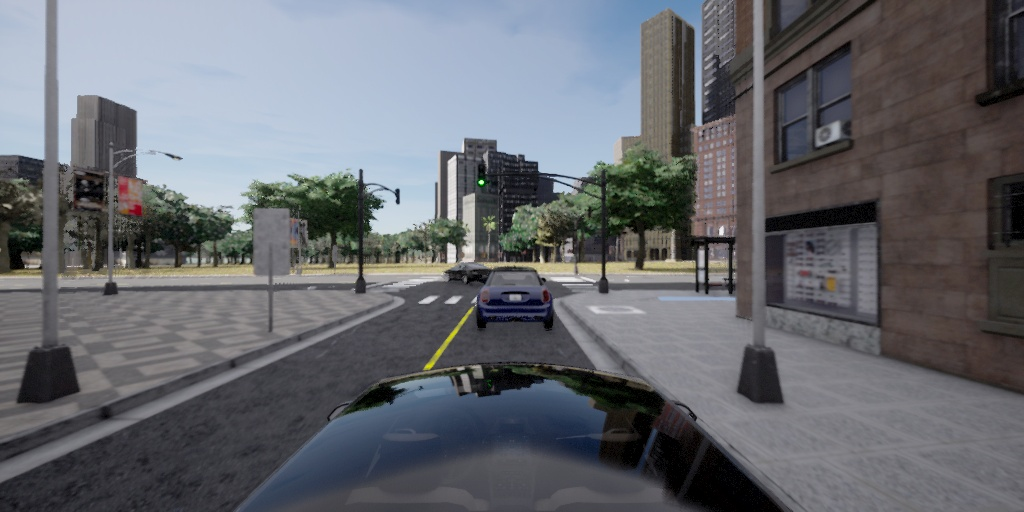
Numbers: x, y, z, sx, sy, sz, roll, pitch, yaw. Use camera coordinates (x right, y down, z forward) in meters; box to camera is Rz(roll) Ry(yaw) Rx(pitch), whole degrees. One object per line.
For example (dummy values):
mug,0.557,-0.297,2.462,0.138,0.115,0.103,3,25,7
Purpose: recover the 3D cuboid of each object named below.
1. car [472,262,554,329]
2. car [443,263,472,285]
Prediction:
car,0.038,1.097,11.424,2.097,1.767,4.553,0,0,-1
car,-3.311,1.215,26.383,1.882,1.535,5.008,2,-1,-35
